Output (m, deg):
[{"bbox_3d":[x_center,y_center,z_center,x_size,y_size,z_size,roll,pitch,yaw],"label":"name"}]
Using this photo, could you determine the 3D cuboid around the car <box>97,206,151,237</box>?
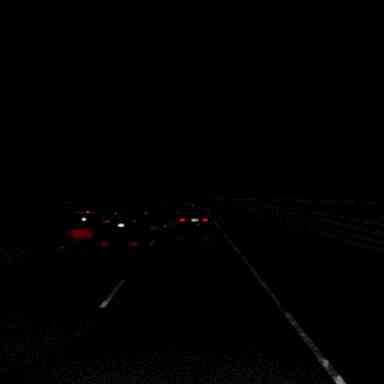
[{"bbox_3d":[-3.407,1.564,17.986,1.994,1.385,4.181,0,0,0],"label":"car"}]

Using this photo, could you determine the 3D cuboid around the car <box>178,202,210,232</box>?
[{"bbox_3d":[0.093,1.548,20.305,2.033,1.411,5.357,0,0,0],"label":"car"}]

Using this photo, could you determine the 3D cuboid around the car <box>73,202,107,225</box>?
[{"bbox_3d":[-6.905,1.501,23.685,1.837,1.490,4.892,0,0,0],"label":"car"}]

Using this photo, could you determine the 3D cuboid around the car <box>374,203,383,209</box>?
[{"bbox_3d":[28.268,1.771,46.893,2.033,1.411,5.357,0,0,-25],"label":"car"}]

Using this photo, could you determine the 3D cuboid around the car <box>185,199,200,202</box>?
[{"bbox_3d":[0.085,1.590,41.500,1.994,1.385,4.181,0,0,0],"label":"car"}]
